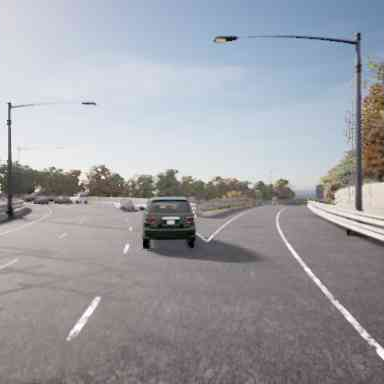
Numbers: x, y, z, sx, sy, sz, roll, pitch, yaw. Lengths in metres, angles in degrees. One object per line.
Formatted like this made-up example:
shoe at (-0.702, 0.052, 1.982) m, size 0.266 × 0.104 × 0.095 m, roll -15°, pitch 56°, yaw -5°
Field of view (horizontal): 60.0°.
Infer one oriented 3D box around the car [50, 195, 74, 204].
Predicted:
car at (-25.725, 1.673, 65.683) m, size 2.128 × 1.511 × 4.902 m, roll 0°, pitch 0°, yaw -39°

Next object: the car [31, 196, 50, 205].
car at (-29.178, 1.686, 64.417) m, size 1.812 × 1.442 × 4.674 m, roll 0°, pitch 0°, yaw -39°

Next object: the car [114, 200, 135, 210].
car at (-8.795, 1.656, 42.987) m, size 1.895 × 1.301 × 4.718 m, roll 0°, pitch 0°, yaw -23°

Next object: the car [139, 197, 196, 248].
car at (-1.184, 1.231, 15.164) m, size 2.150 × 2.045 × 5.566 m, roll 0°, pitch 0°, yaw -8°

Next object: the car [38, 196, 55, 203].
car at (-32.359, 1.615, 73.697) m, size 1.895 × 1.301 × 4.718 m, roll 0°, pitch 0°, yaw -45°

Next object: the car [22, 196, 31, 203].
car at (-34.942, 1.534, 71.337) m, size 1.837 × 1.490 × 4.892 m, roll 0°, pitch 0°, yaw -45°

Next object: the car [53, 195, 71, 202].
car at (-29.734, 1.530, 76.014) m, size 2.128 × 1.511 × 4.902 m, roll 0°, pitch 0°, yaw -45°

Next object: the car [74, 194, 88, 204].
car at (-23.089, 1.355, 67.983) m, size 2.150 × 2.045 × 5.566 m, roll 0°, pitch 0°, yaw -39°
